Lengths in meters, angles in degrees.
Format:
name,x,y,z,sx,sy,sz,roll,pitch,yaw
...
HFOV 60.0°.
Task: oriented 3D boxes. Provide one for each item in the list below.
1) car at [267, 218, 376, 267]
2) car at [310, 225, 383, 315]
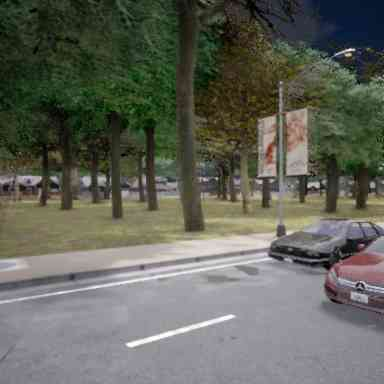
name,x,y,z,sx,sy,sz,roll,pitch,yaw
car,4.970,1.611,11.218,5.357,1.411,2.033,0,0,-35
car,4.786,1.574,7.096,4.674,1.442,1.812,0,0,-35
